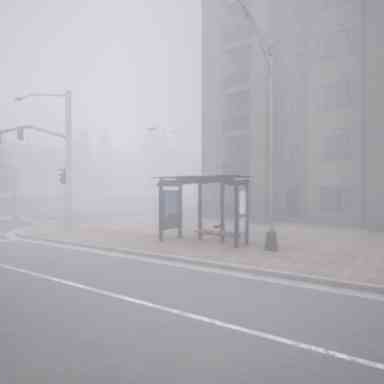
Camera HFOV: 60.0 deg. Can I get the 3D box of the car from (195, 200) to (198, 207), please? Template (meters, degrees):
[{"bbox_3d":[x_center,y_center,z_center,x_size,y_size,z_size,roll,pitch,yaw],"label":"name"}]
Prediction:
[{"bbox_3d":[2.527,1.399,41.451,2.128,1.511,4.902,0,0,44],"label":"car"}]
